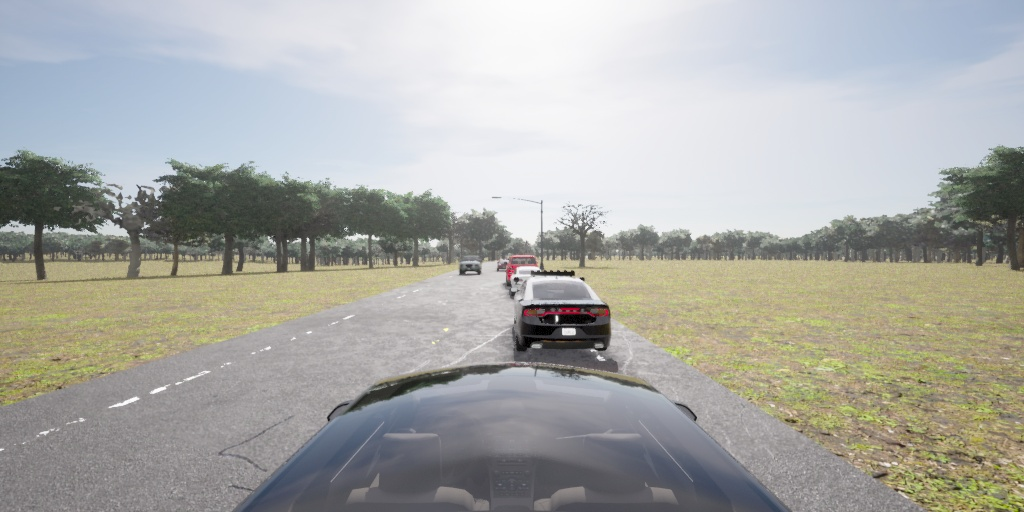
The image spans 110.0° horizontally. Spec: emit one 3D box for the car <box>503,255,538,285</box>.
[{"bbox_3d":[0.666,0.974,25.087,2.150,2.045,5.566,0,0,-2],"label":"car"}]

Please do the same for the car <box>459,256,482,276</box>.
[{"bbox_3d":[-4.400,0.978,38.645,2.150,2.045,5.566,0,0,-2],"label":"car"}]

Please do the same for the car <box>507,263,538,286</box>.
[{"bbox_3d":[0.836,1.275,19.041,1.812,1.442,4.674,0,0,-1],"label":"car"}]

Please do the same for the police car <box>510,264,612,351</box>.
[{"bbox_3d":[1.009,1.174,9.115,1.930,1.638,5.238,0,0,-1],"label":"police car"}]

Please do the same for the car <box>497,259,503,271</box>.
[{"bbox_3d":[-1.074,1.290,49.196,1.812,1.442,4.674,0,0,-1],"label":"car"}]
